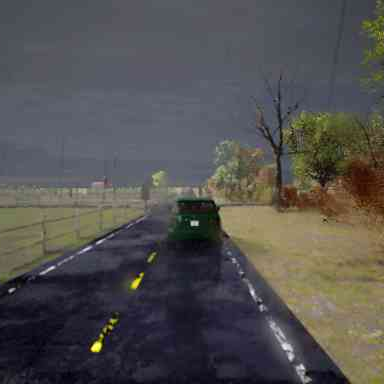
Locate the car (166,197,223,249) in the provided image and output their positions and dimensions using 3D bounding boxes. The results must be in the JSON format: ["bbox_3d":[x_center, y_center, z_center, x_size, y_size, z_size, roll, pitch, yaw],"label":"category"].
[{"bbox_3d":[0.097,1.216,14.613,2.150,2.045,5.566,0,0,0],"label":"car"}]

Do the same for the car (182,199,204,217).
[{"bbox_3d":[0.094,1.443,31.597,1.882,1.535,5.008,0,0,0],"label":"car"}]
